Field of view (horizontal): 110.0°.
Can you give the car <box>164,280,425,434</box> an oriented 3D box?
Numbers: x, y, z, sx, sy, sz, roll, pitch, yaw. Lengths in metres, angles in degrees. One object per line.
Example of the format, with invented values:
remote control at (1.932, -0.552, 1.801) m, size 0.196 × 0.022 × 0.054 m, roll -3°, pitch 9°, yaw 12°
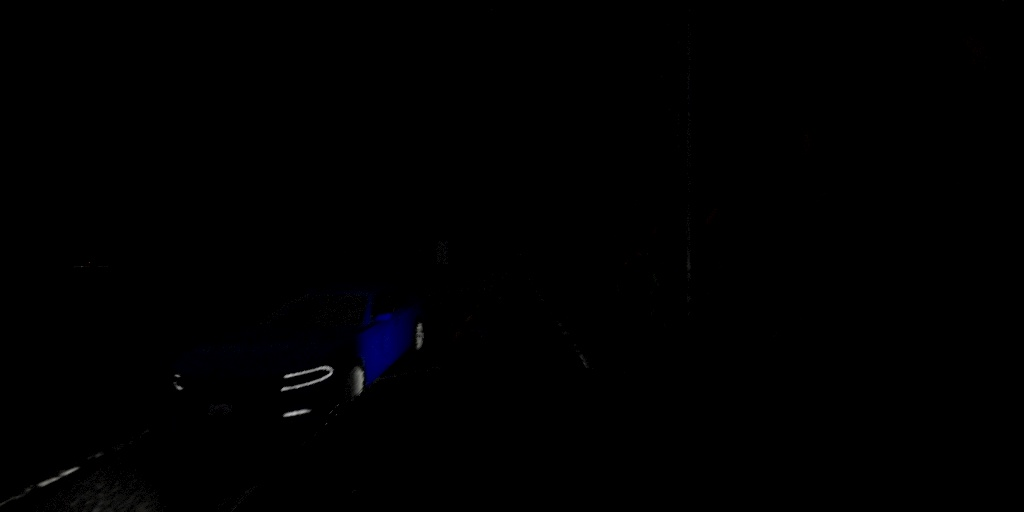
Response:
car at (-2.848, 1.224, 6.000) m, size 1.882 × 1.535 × 5.008 m, roll 0°, pitch 0°, yaw 0°
